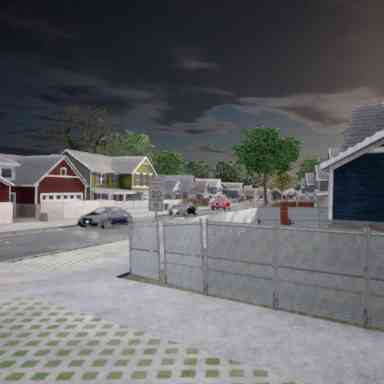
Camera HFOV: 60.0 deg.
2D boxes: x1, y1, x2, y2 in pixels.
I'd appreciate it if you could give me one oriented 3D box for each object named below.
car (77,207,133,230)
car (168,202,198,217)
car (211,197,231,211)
[{"bbox_3d":[-5.838,1.730,22.840,1.994,1.385,4.181,1,0,23],"label":"car"},{"bbox_3d":[-0.859,1.799,35.234,2.128,1.511,4.902,1,0,20],"label":"car"},{"bbox_3d":[4.451,1.747,50.532,2.150,2.045,5.566,1,-1,17],"label":"car"}]
